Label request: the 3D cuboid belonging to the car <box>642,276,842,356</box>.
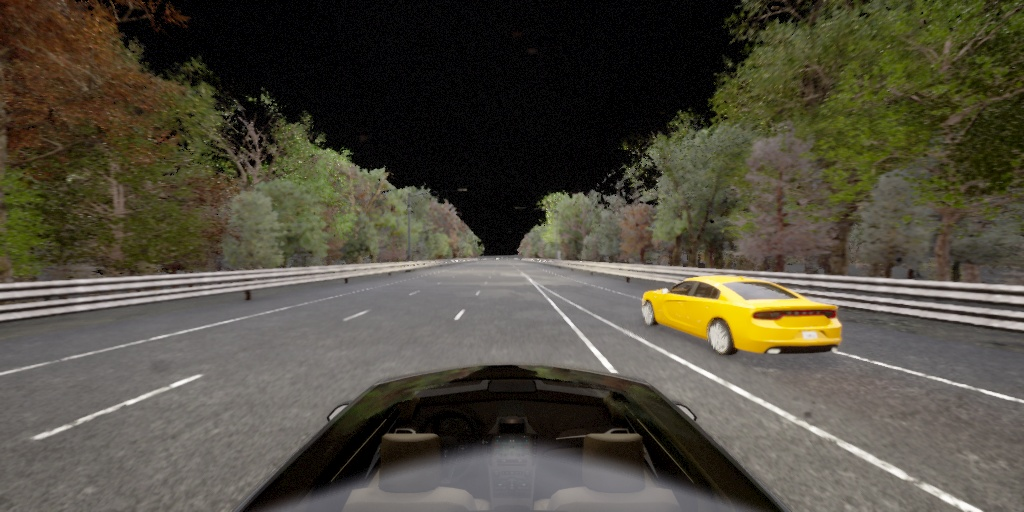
[{"bbox_3d":[4.928,1.217,8.651,1.882,1.535,5.008,0,0,-5],"label":"car"}]
